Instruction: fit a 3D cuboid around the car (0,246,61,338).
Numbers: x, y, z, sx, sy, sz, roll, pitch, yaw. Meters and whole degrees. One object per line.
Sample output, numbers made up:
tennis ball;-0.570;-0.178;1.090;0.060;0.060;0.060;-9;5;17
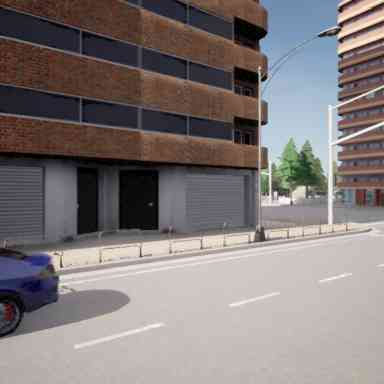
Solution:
car;-4.504;1.526;5.061;4.674;1.442;1.812;0;0;-36
